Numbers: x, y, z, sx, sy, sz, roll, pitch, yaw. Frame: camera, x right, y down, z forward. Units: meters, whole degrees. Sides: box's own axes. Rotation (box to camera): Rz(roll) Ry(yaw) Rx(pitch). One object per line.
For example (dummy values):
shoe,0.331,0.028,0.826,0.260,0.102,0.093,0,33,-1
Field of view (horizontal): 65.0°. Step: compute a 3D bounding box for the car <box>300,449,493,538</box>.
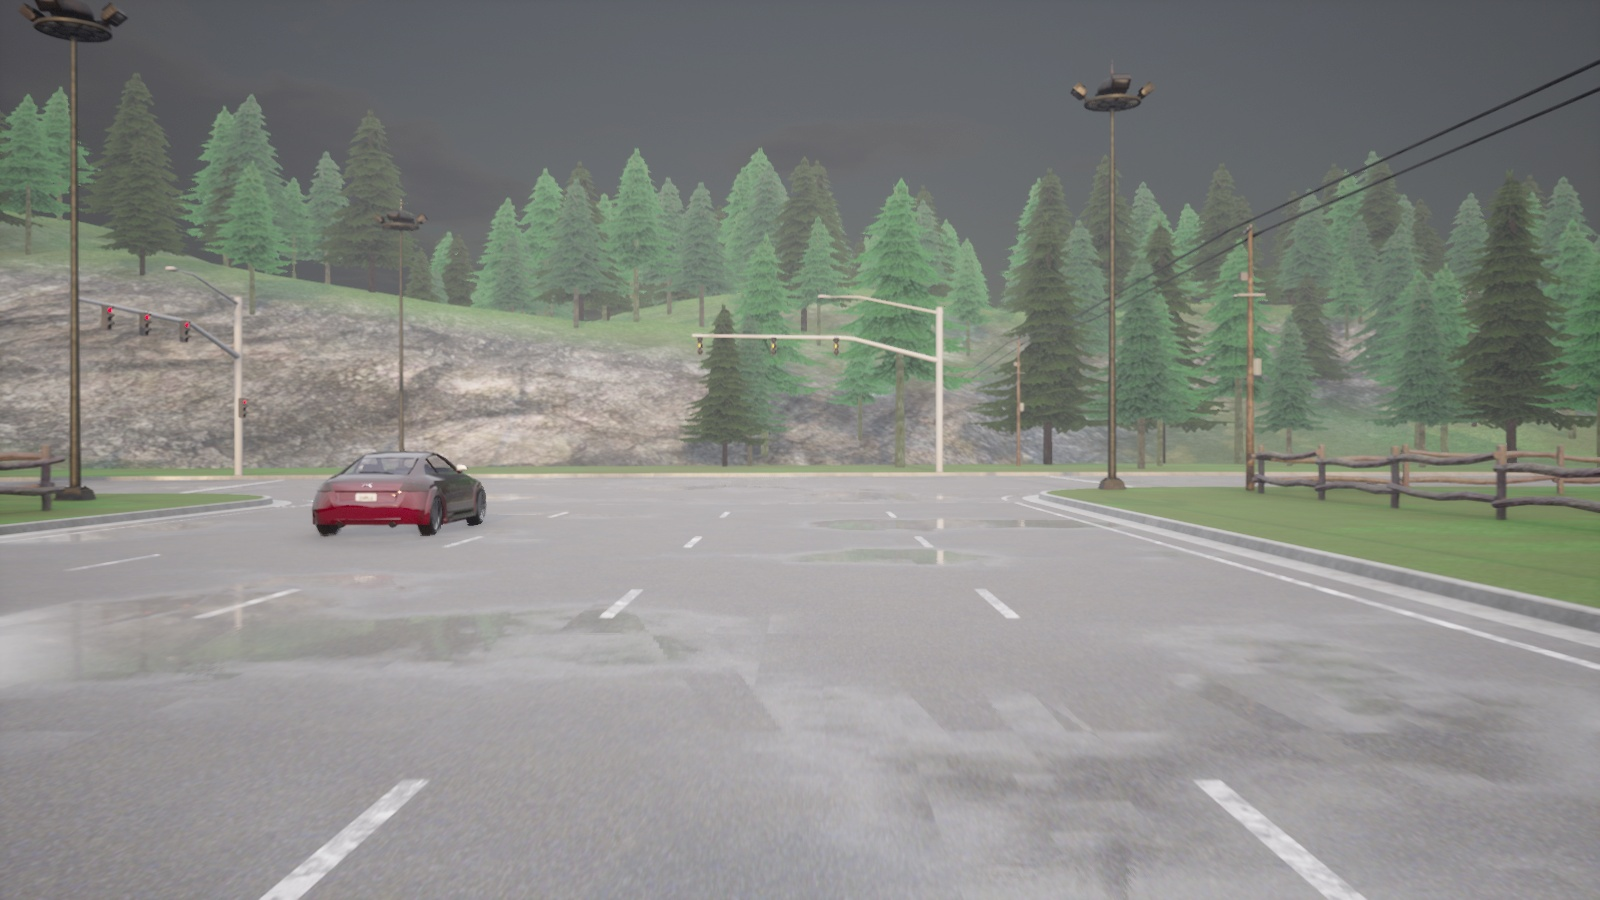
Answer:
car,-6.859,0.688,21.856,1.994,1.385,4.181,0,0,0
